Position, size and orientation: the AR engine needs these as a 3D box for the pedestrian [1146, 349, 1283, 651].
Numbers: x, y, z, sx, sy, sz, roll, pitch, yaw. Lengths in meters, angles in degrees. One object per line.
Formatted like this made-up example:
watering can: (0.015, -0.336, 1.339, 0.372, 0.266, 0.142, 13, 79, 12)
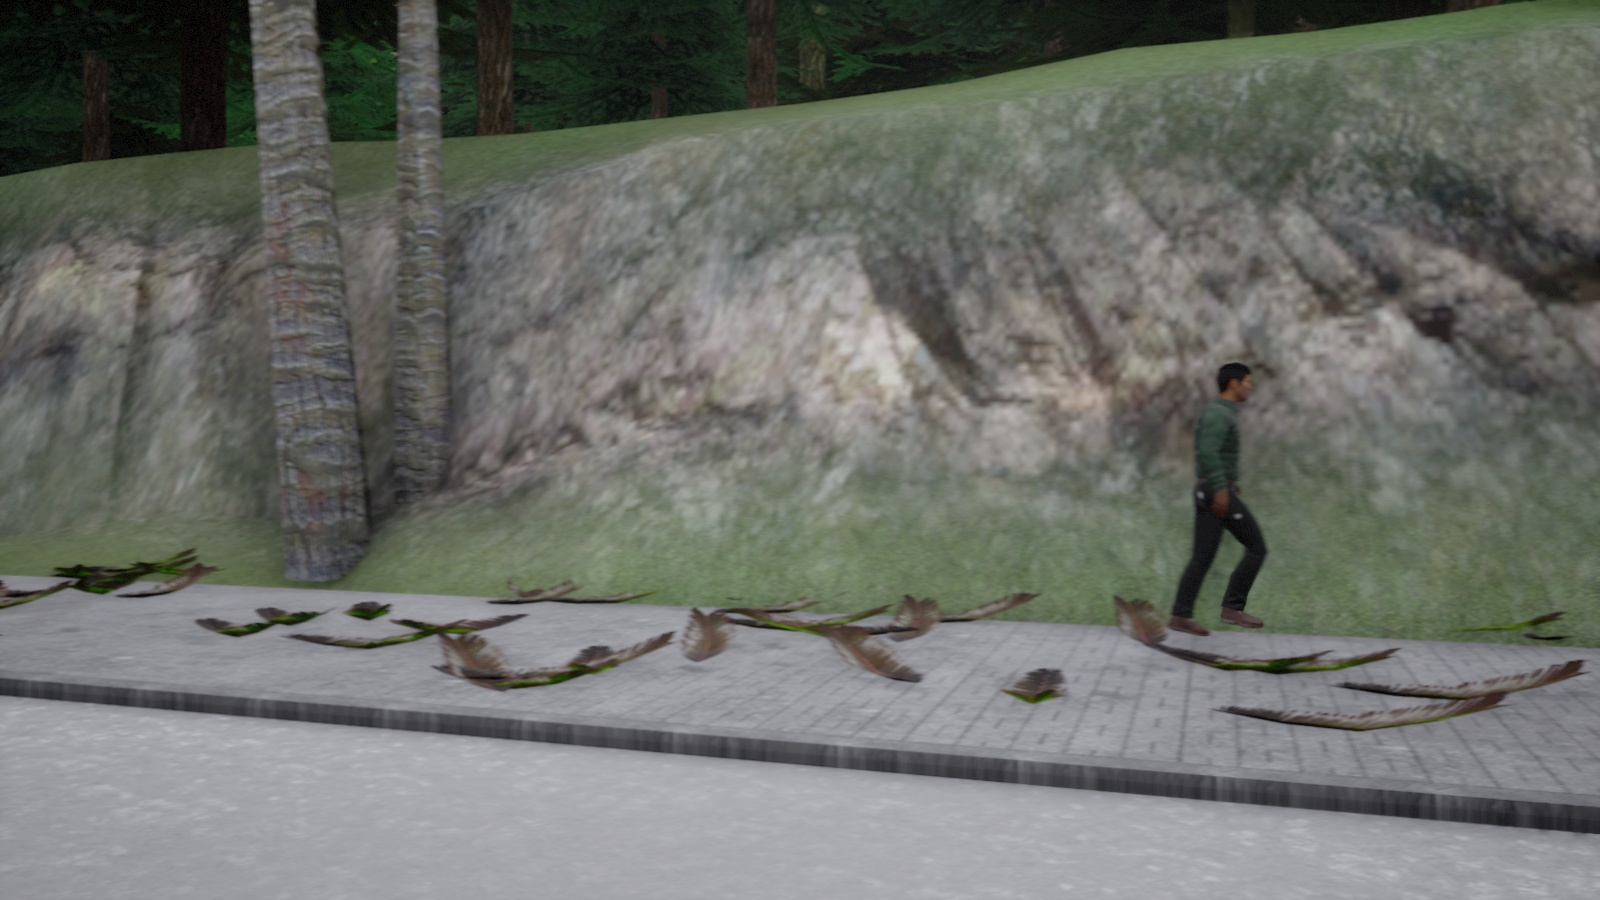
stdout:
pedestrian: (2.742, 0.317, 8.352, 0.788, 1.949, 0.423, 0, 1, 9)
